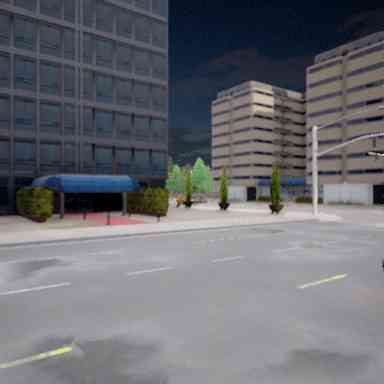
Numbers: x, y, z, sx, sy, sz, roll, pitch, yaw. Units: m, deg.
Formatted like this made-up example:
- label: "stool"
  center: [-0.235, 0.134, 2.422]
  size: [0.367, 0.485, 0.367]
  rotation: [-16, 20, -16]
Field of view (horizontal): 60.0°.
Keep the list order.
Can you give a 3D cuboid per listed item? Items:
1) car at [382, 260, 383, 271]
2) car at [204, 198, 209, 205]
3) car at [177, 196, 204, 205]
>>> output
- label: "car"
  center: [7.209, 1.543, 8.980]
  size: [5.357, 1.411, 2.033]
  rotation: [0, 0, -35]
- label: "car"
  center: [1.031, 1.489, 59.855]
  size: [1.837, 1.490, 4.892]
  rotation: [0, 0, -34]
- label: "car"
  center: [-0.648, 1.463, 56.105]
  size: [1.882, 1.535, 5.008]
  rotation: [0, 0, -35]
